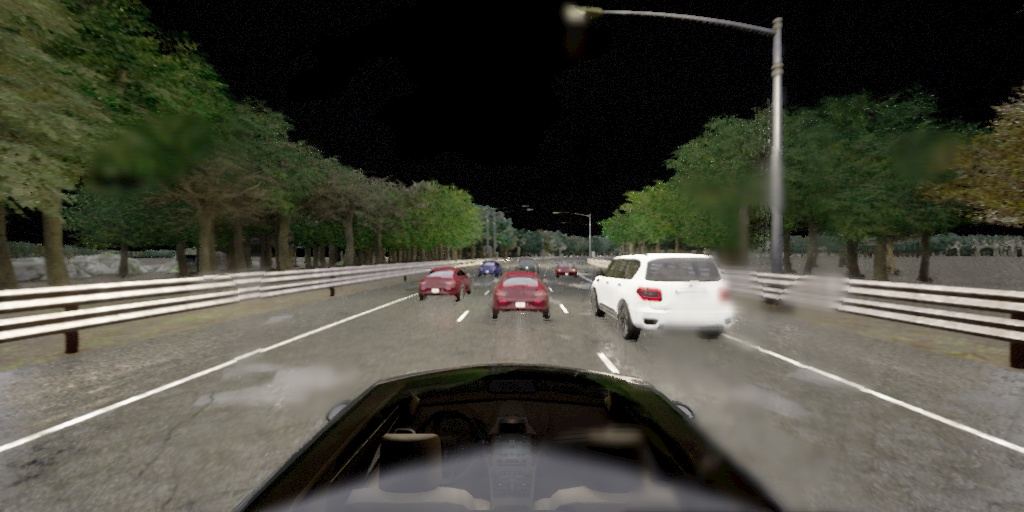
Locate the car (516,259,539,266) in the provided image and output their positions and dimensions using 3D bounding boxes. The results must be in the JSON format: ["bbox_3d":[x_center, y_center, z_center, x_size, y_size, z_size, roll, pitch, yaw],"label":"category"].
[{"bbox_3d":[1.452,1.039,33.335,2.097,1.767,4.553,0,0,4],"label":"car"}]

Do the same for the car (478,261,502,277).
[{"bbox_3d":[-2.017,1.206,34.072,1.812,1.442,4.674,0,0,4],"label":"car"}]

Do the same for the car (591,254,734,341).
[{"bbox_3d":[3.727,0.960,9.973,2.150,2.045,5.566,0,0,1],"label":"car"}]

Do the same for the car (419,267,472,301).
[{"bbox_3d":[-3.046,1.241,16.947,1.812,1.442,4.674,0,0,2],"label":"car"}]

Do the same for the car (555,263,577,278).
[{"bbox_3d":[4.969,1.292,33.574,1.895,1.301,4.718,0,0,5],"label":"car"}]

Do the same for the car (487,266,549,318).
[{"bbox_3d":[0.308,1.254,12.790,1.812,1.442,4.674,0,0,2],"label":"car"}]
